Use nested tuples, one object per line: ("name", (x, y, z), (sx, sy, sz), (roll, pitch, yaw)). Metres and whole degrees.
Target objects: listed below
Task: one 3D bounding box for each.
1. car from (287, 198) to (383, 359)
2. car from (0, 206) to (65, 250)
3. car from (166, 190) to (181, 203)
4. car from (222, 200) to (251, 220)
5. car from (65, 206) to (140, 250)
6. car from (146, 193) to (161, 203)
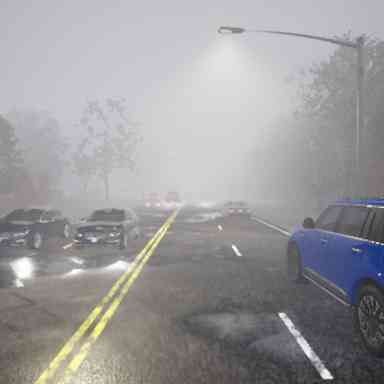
("car", (3.420, 1.126, 5.893), (2.150, 2.045, 5.566), (2, 0, 0))
("car", (-6.578, 1.368, 13.743), (1.837, 1.490, 4.892), (0, 0, 0))
("car", (-3.029, 0.776, 54.482), (2.150, 2.045, 5.566), (0, 0, 1))
("car", (3.446, 1.334, 26.301), (2.033, 1.411, 5.357), (1, 2, 0))
("car", (-3.327, 1.382, 13.764), (1.837, 1.490, 4.892), (0, 0, 0))
("car", (-6.275, 0.890, 54.736), (2.097, 1.767, 4.553), (0, 0, 1))
